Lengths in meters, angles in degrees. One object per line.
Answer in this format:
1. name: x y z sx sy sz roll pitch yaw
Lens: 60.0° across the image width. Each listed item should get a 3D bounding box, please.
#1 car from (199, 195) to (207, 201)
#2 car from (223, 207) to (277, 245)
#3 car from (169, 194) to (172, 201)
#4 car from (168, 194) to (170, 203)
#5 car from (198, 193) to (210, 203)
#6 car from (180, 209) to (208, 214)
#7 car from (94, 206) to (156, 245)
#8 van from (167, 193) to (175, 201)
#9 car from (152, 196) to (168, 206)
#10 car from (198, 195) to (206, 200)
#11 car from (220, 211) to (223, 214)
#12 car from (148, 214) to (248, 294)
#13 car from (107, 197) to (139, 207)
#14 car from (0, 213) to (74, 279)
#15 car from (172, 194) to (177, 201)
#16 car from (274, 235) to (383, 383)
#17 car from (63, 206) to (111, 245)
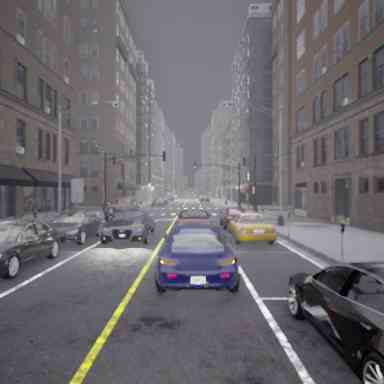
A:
1. car: 2.704 1.491 85.280 1.887 1.381 4.507 0 0 0
2. car: 2.649 1.521 15.434 1.752 1.417 4.829 0 0 0
3. car: -5.338 1.493 63.306 1.752 1.417 4.829 0 0 0
4. car: -5.342 1.517 58.022 1.887 1.381 4.507 0 0 0
5. car: 2.692 1.403 68.916 1.967 1.590 4.097 0 0 0
6. car: 0.110 1.595 18.468 1.895 1.301 4.718 0 0 0
7. car: -2.821 1.560 15.405 1.994 1.385 4.181 0 0 0
8. van: -5.320 1.288 85.291 1.690 1.788 3.998 0 0 0
9. car: -5.347 1.526 52.568 2.008 1.369 4.403 0 0 0
10. car: 2.709 1.492 90.734 2.008 1.369 4.403 0 0 0
11. car: 2.653 1.575 20.676 1.802 1.307 4.206 0 0 0
12. car: 0.106 1.525 8.701 1.812 1.442 4.674 0 0 0
13. car: -5.368 1.305 26.104 2.192 1.841 5.009 0 0 0
14. car: -5.380 1.549 9.866 2.008 1.369 4.403 0 0 0
15. car: -5.325 1.518 79.838 1.947 1.339 4.313 0 0 0
16. car: 2.640 1.566 4.438 1.947 1.339 4.313 0 0 0
17. car: -5.376 1.547 15.279 2.008 1.369 4.403 0 0 0
